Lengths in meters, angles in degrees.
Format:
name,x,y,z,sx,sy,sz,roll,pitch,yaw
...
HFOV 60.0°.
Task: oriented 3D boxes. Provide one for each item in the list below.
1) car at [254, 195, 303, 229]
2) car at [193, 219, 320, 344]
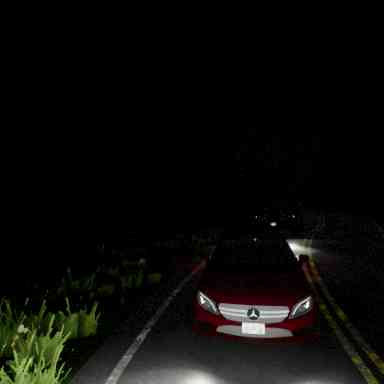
name,x,y,z,sx,sy,sz,roll,pitch,yaw
car,5.000,1.214,18.833,2.150,2.045,5.566,-2,-1,22
car,1.229,1.534,6.661,1.812,1.442,4.674,-1,0,11
